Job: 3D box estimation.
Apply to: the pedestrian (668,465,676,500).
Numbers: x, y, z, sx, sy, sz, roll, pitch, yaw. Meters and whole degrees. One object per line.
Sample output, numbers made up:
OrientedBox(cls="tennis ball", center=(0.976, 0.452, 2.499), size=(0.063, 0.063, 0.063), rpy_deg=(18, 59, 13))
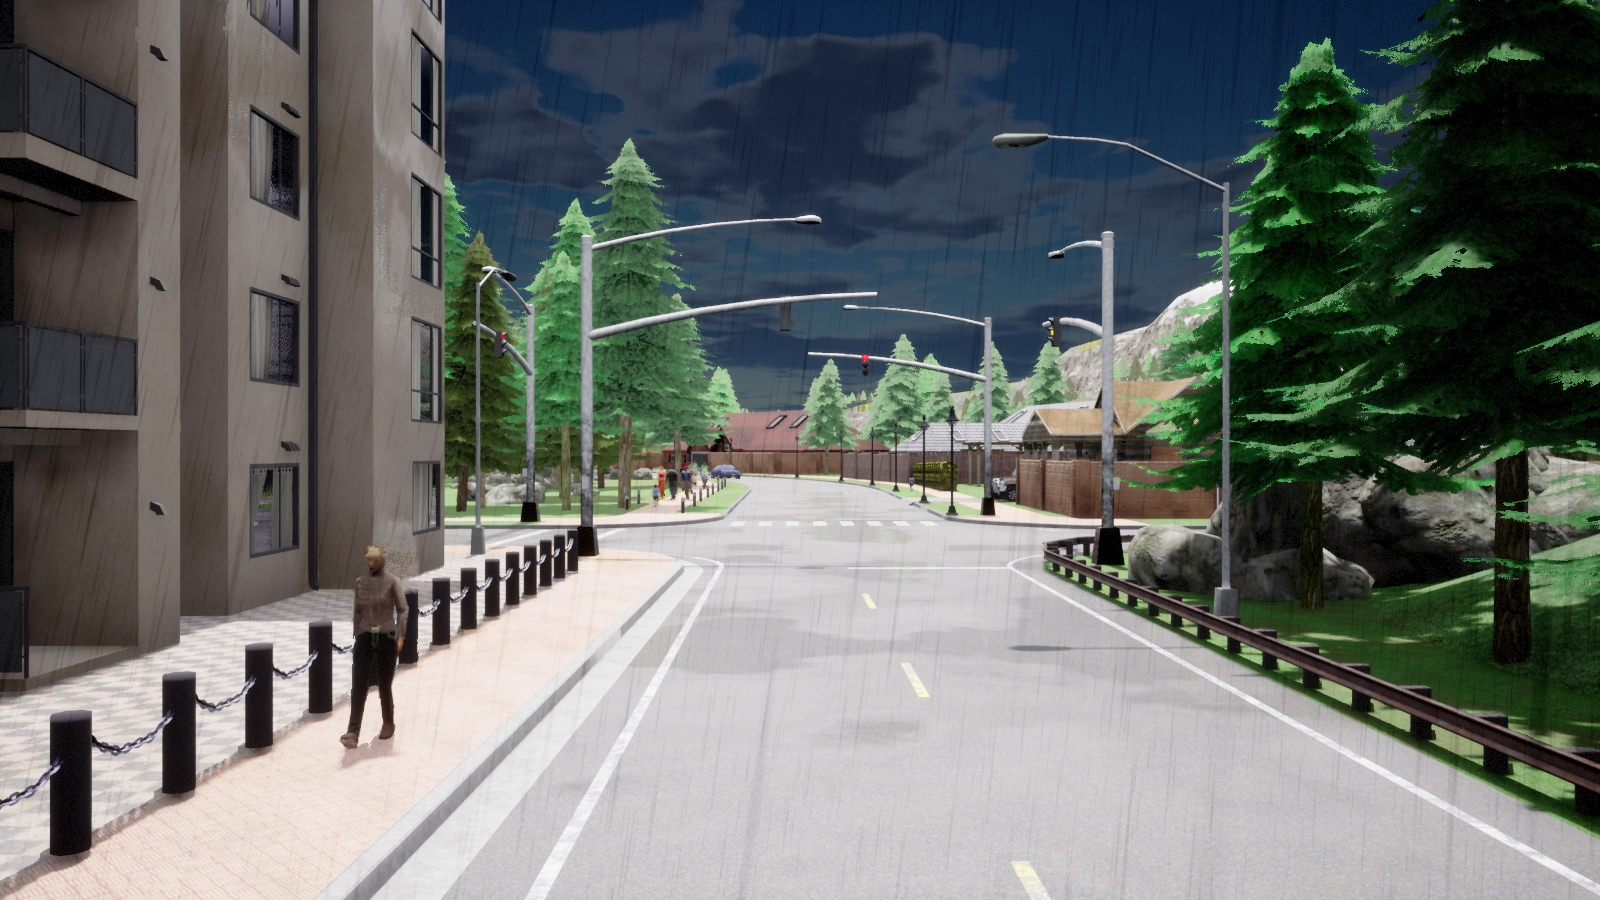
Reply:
OrientedBox(cls="pedestrian", center=(-6.704, 1.701, 60.052), size=(0.375, 1.860, 0.375), rpy_deg=(0, 0, 0))

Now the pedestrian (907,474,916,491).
OrientedBox(cls="pedestrian", center=(7.188, 2.093, 73.785), size=(0.500, 1.100, 0.500), rpy_deg=(0, 0, -3))

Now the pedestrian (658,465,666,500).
OrientedBox(cls="pedestrian", center=(-7.292, 1.700, 60.441), size=(0.375, 1.860, 0.375), rpy_deg=(0, 0, 7))

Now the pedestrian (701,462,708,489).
OrientedBox(cls="pedestrian", center=(-6.430, 1.710, 76.936), size=(0.375, 1.860, 0.375), rpy_deg=(0, 0, -13))

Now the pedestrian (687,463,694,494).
OrientedBox(cls="pedestrian", center=(-6.539, 1.705, 68.498), size=(0.375, 1.860, 0.375), rpy_deg=(0, 0, 0))

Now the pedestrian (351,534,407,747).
OrientedBox(cls="pedestrian", center=(-3.792, 1.699, 10.307), size=(0.375, 1.860, 0.375), rpy_deg=(0, 0, -1))

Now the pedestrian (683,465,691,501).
OrientedBox(cls="pedestrian", center=(-5.917, 1.700, 59.684), size=(0.375, 1.860, 0.375), rpy_deg=(0, 0, 4))

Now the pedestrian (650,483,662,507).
OrientedBox(cls="pedestrian", center=(-6.654, 2.078, 52.756), size=(0.500, 1.100, 0.500), rpy_deg=(0, 0, -1))

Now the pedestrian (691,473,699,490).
OrientedBox(cls="pedestrian", center=(-6.959, 2.089, 75.975), size=(0.500, 1.100, 0.500), rpy_deg=(0, 0, -1))
